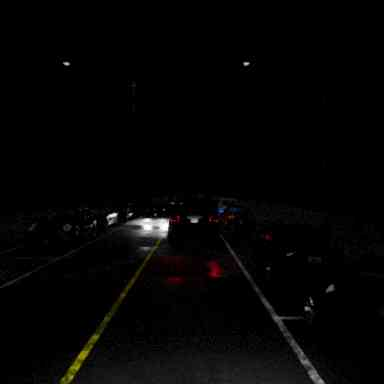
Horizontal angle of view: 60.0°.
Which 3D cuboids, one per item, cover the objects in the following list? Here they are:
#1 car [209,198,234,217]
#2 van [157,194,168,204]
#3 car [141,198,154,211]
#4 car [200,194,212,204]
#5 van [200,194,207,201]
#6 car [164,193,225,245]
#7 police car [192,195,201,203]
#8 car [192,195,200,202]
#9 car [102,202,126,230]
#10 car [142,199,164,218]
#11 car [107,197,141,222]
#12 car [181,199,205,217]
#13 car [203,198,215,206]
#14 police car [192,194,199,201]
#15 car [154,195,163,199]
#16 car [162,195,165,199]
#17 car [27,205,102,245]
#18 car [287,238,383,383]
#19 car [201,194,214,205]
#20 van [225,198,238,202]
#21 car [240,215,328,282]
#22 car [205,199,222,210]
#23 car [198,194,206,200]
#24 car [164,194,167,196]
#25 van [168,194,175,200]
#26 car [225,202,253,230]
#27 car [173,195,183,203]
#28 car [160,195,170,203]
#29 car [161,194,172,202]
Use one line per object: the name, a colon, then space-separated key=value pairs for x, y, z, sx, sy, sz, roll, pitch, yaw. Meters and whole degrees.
car: x=2.761 y=1.451 z=31.994 sx=1.967 sy=1.590 sz=4.097 roll=0 pitch=0 yaw=0
van: x=-5.768 y=1.383 z=65.636 sx=1.690 sy=1.788 sz=3.998 roll=0 pitch=0 yaw=0
car: x=-5.765 y=1.581 z=37.588 sx=1.947 sy=1.339 sz=4.313 roll=0 pitch=0 yaw=0
car: x=2.757 y=1.357 z=65.649 sx=2.192 sy=1.841 sz=5.009 roll=0 pitch=0 yaw=0
van: x=2.755 y=1.403 z=82.476 sx=1.690 sy=1.788 sz=3.998 roll=0 pitch=0 yaw=0
car: x=0.097 y=1.226 z=15.689 sx=2.150 sy=2.045 sz=5.566 roll=0 pitch=0 yaw=0
police car: x=0.893 y=1.475 z=71.929 sx=1.930 sy=1.638 sz=5.238 roll=0 pitch=0 yaw=0
car: x=0.892 y=1.587 z=81.819 sx=1.812 sy=1.442 sz=4.674 roll=0 pitch=0 yaw=0
car: x=-5.763 y=1.557 z=20.760 sx=2.008 sy=1.369 sz=4.403 roll=0 pitch=0 yaw=0
car: x=-3.102 y=1.611 z=30.530 sx=1.895 sy=1.301 sz=4.718 roll=0 pitch=0 yaw=0
car: x=-5.763 y=1.324 z=26.369 sx=2.192 sy=1.841 sz=5.009 roll=0 pitch=0 yaw=0
car: x=0.094 y=1.503 z=32.091 sx=2.128 sy=1.511 sz=4.902 roll=0 pitch=0 yaw=0
car: x=2.758 y=1.611 z=54.430 sx=1.802 sy=1.307 sz=4.206 roll=0 pitch=0 yaw=0
police car: x=0.891 y=1.494 z=87.929 sx=1.930 sy=1.638 sz=5.238 roll=0 pitch=0 yaw=0
car: x=-5.766 y=1.575 z=48.807 sx=2.008 sy=1.369 sz=4.403 roll=0 pitch=0 yaw=0
car: x=-5.767 y=1.611 z=54.417 sx=1.802 sy=1.307 sz=4.206 roll=0 pitch=0 yaw=0
car: x=-5.762 y=1.444 z=15.151 sx=1.967 sy=1.590 sz=4.097 roll=0 pitch=0 yaw=0
car: x=2.764 y=1.567 z=3.948 sx=1.947 sy=1.339 sz=4.313 roll=0 pitch=0 yaw=0
car: x=2.758 y=1.350 z=60.040 sx=2.192 sy=1.841 sz=5.009 roll=0 pitch=0 yaw=0
van: x=2.762 y=1.350 z=26.385 sx=1.690 sy=1.788 sz=3.998 roll=0 pitch=0 yaw=0
car: x=2.763 y=1.568 z=9.558 sx=1.947 sy=1.339 sz=4.313 roll=0 pitch=0 yaw=0
car: x=2.759 y=1.585 z=43.212 sx=1.947 sy=1.339 sz=4.313 roll=0 pitch=0 yaw=0
car: x=2.754 y=1.390 z=93.694 sx=2.192 sy=1.841 sz=5.009 roll=0 pitch=0 yaw=0
car: x=-5.768 y=1.561 z=59.856 sx=1.752 sy=1.417 sz=4.829 roll=0 pitch=0 yaw=0
van: x=-5.771 y=1.417 z=93.683 sx=1.690 sy=1.788 sz=3.998 roll=0 pitch=0 yaw=0
car: x=2.762 y=1.551 z=20.776 sx=1.887 sy=1.381 sz=4.507 roll=0 pitch=0 yaw=0
car: x=-3.007 y=1.492 z=71.176 sx=1.882 sy=1.535 sz=5.008 roll=0 pitch=0 yaw=0
car: x=-5.769 y=1.488 z=71.245 sx=1.967 sy=1.590 sz=4.097 roll=0 pitch=0 yaw=0
car: x=-5.769 y=1.370 z=76.855 sx=2.192 sy=1.841 sz=5.009 roll=0 pitch=0 yaw=0
